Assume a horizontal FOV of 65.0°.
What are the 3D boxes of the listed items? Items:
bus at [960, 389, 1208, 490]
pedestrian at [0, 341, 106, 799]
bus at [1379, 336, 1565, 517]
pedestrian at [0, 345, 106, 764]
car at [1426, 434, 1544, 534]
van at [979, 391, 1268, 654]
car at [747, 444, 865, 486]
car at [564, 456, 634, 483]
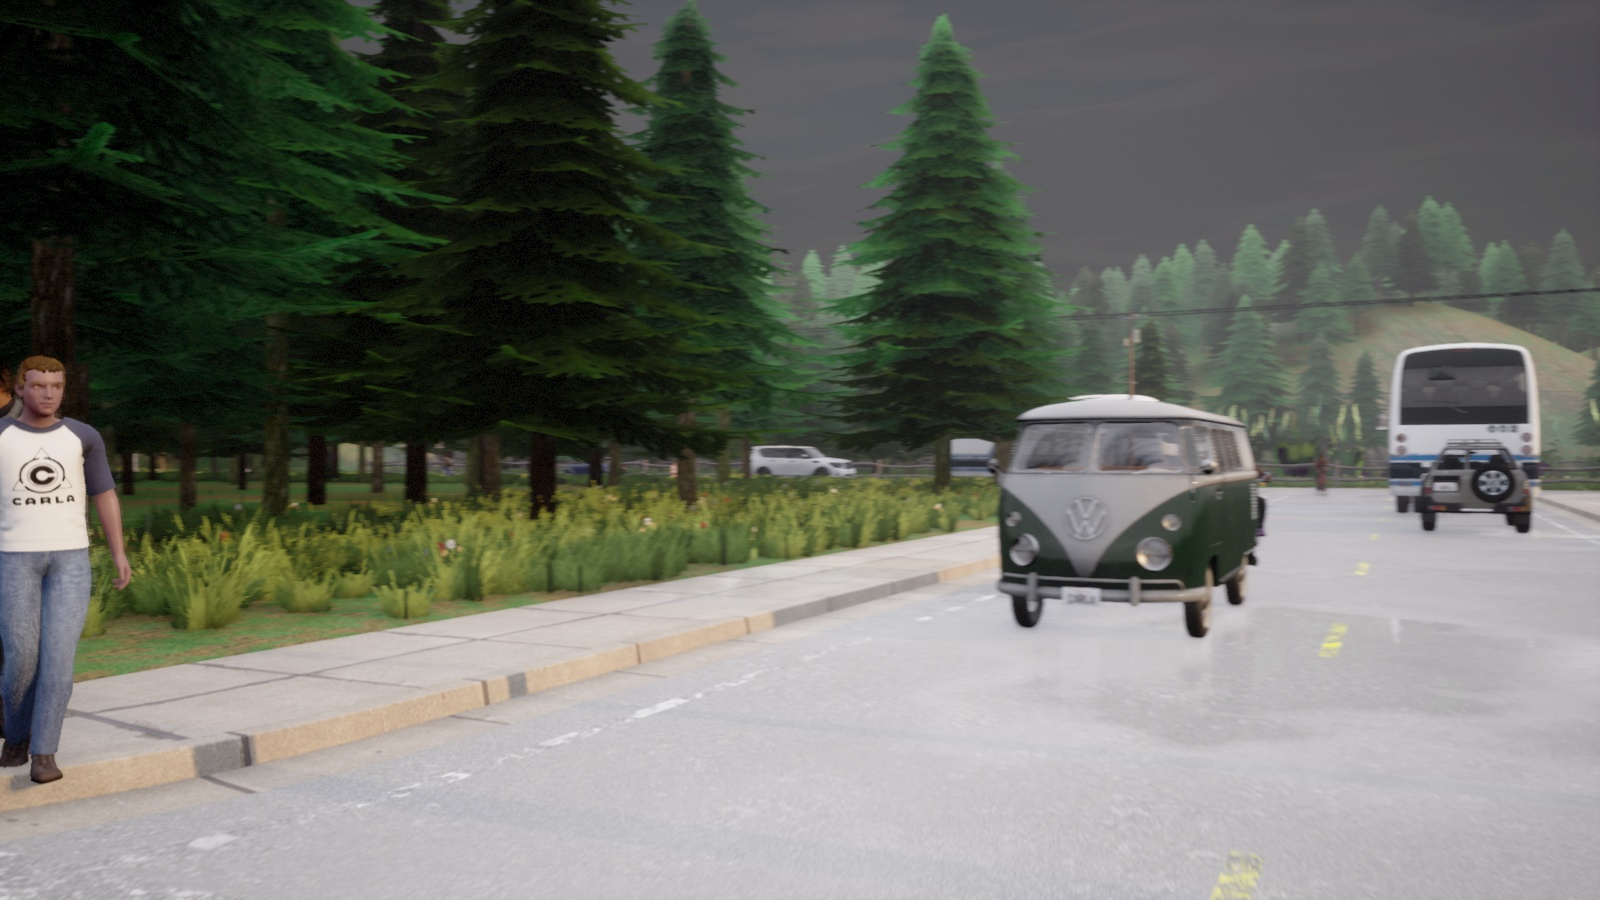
[{"bbox_3d":[12.825,-0.415,56.972,10.273,4.253,3.944,0,0,29],"label":"bus"},{"bbox_3d":[-3.260,0.482,5.414,0.354,1.836,0.706,0,0,-39],"label":"pedestrian"},{"bbox_3d":[18.431,-0.521,34.954,3.944,4.253,10.273,0,0,26],"label":"bus"},{"bbox_3d":[-3.751,0.462,5.908,0.540,1.848,0.694,0,0,7],"label":"pedestrian"},{"bbox_3d":[13.976,0.646,25.839,1.932,1.855,4.605,0,0,26],"label":"car"},{"bbox_3d":[3.243,0.560,11.868,1.775,1.987,4.442,0,0,26],"label":"van"},{"bbox_3d":[0.294,0.778,63.706,5.566,2.045,2.150,-1,0,27],"label":"car"},{"bbox_3d":[-11.830,1.152,73.856,3.705,1.549,1.789,0,0,27],"label":"car"}]
